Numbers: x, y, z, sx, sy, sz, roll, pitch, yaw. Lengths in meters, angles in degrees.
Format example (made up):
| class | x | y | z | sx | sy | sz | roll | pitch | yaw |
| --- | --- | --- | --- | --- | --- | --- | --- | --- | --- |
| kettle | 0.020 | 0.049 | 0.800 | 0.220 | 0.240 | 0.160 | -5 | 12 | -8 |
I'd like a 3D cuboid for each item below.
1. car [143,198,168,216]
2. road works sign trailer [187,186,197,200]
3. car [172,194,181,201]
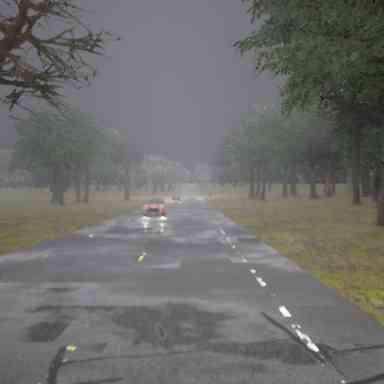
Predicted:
| class | x | y | z | sx | sy | sz | roll | pitch | yaw |
| --- | --- | --- | --- | --- | --- | --- | --- | --- | --- |
| car | -3.584 | 1.391 | 32.925 | 2.097 | 1.767 | 4.553 | 0 | 0 | 0 |
| road works sign trailer | 0.022 | 0.216 | 84.725 | 2.380 | 3.560 | 2.880 | 0 | 1 | 0 |
| car | -3.481 | 1.275 | 74.210 | 1.882 | 1.535 | 5.008 | 0 | 0 | 0 |
